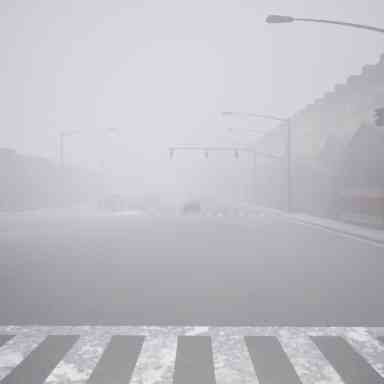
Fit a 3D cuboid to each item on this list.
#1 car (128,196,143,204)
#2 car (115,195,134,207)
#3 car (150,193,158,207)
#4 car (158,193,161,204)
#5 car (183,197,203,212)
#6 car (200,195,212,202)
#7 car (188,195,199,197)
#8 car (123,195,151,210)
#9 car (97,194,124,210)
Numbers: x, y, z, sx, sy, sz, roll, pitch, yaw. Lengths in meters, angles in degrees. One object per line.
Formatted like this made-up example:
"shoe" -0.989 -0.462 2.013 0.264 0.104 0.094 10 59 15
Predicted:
"car" -10.609 1.491 62.838 2.128 1.511 4.902 0 0 0
"car" -10.618 1.352 52.839 2.097 1.767 4.553 0 0 0
"car" -7.124 1.352 52.503 2.097 1.767 4.553 0 0 0
"car" -7.112 1.220 63.079 2.150 2.045 5.566 0 0 0
"car" 0.010 1.601 38.211 1.895 1.301 4.718 0 0 1
"car" 3.399 1.547 73.968 1.994 1.385 4.181 0 0 -3
"car" -0.106 1.497 74.727 1.837 1.490 4.892 0 0 -3
"car" -7.118 1.491 43.558 2.128 1.511 4.902 0 0 0
"car" -10.605 1.221 43.309 2.150 2.045 5.566 0 0 2
